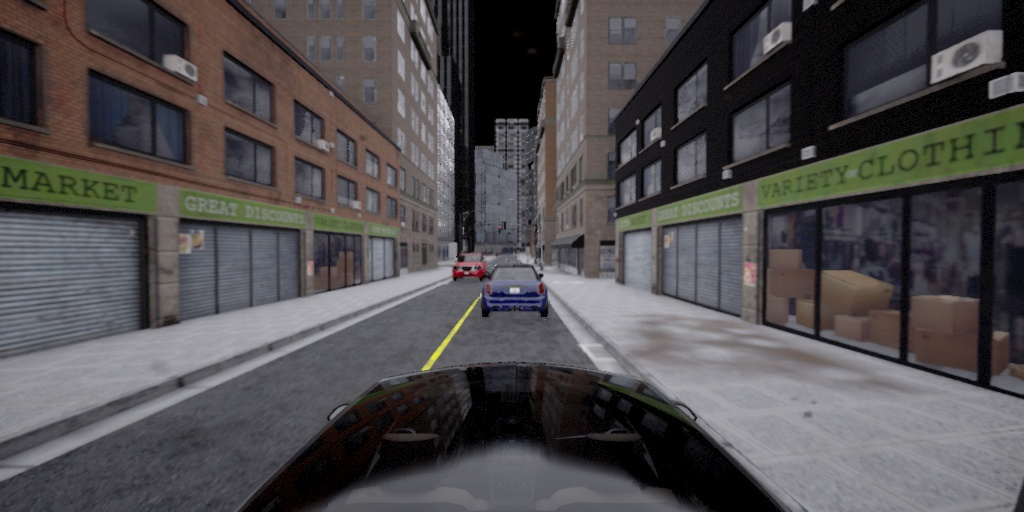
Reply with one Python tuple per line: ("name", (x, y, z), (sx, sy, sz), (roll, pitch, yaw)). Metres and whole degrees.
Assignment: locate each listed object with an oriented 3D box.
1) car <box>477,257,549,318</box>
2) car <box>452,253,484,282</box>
("car", (0.089, 1.028, 12.804), (2.097, 1.767, 4.553), (0, 0, 0))
("car", (-3.100, 0.798, 27.264), (2.150, 2.045, 5.566), (0, 0, 0))
